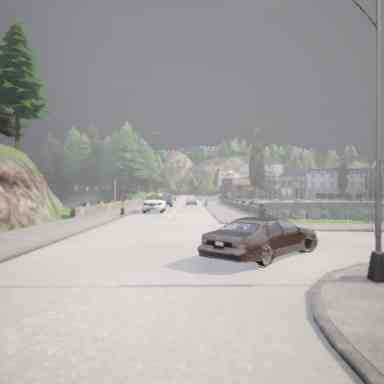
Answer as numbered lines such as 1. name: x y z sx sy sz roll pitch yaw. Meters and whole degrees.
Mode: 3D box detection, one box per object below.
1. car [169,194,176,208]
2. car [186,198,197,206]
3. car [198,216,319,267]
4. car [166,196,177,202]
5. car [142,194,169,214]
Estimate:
1. car: -4.132 1.288 51.274 2.150 2.045 5.566 0 0 1
2. car: -0.087 1.674 57.764 1.895 1.301 4.718 0 0 0
3. car: 2.516 1.563 11.560 2.033 1.411 5.357 0 0 43
4. car: -4.101 1.399 67.400 1.895 1.301 4.718 0 0 0
5. car: -4.143 1.269 37.071 2.150 2.045 5.566 0 0 0
